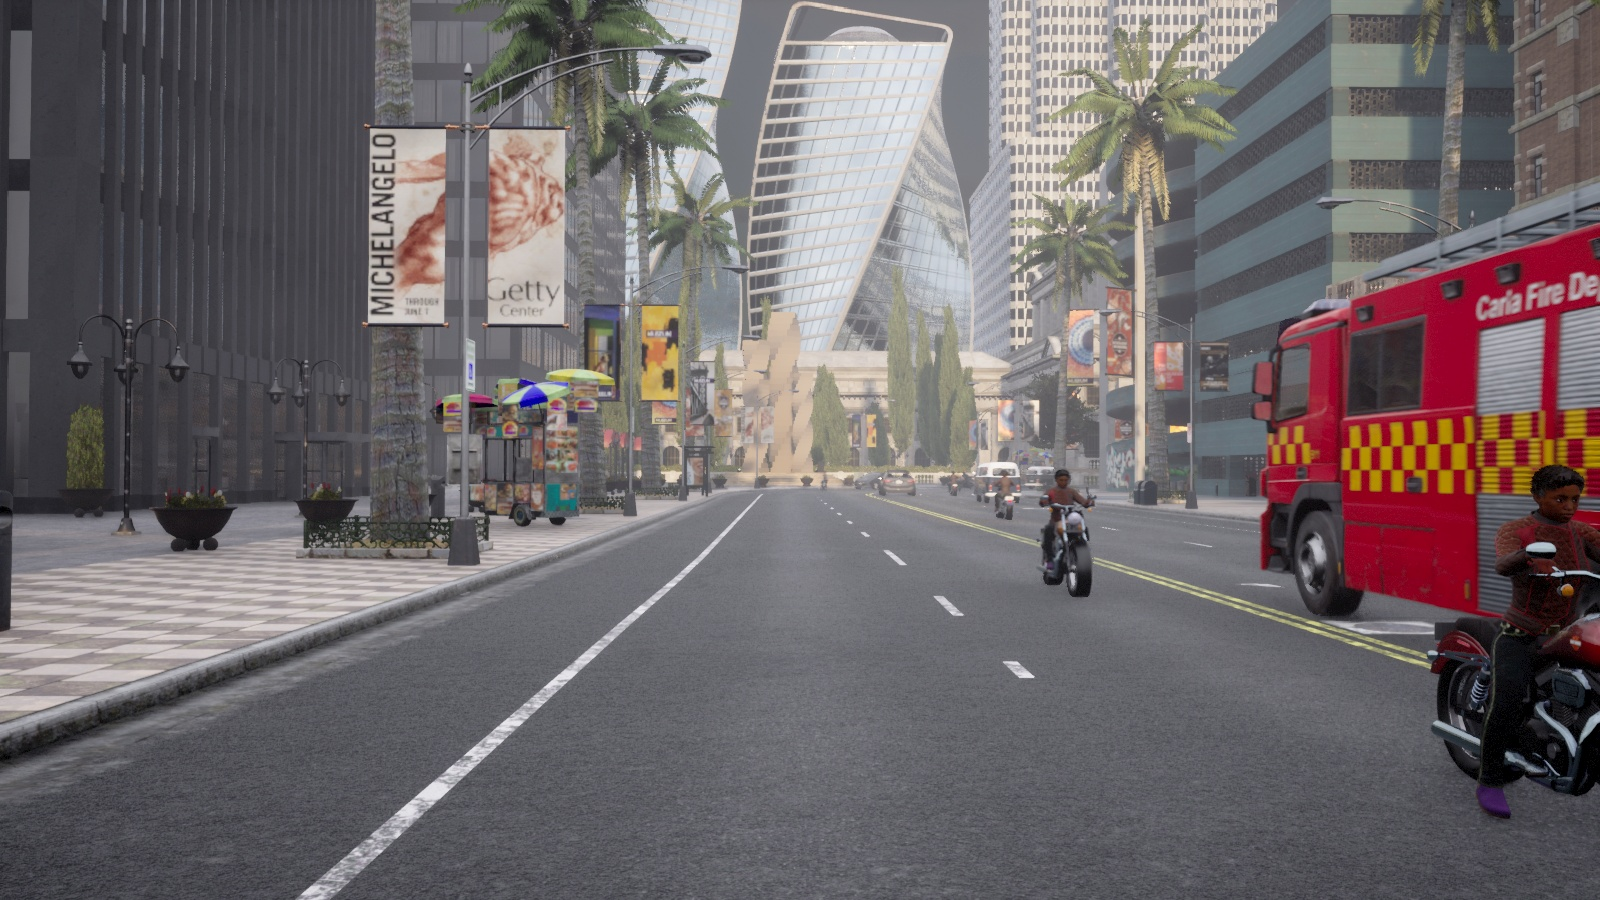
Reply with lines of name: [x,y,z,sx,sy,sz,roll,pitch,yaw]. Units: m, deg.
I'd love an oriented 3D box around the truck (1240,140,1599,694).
truck: [6.980,-0.185,11.505,2.891,3.827,8.468,0,-1,0]

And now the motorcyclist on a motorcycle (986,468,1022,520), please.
motorcyclist on a motorcycle: [6.748,1.435,41.622,0.766,1.649,2.350,0,-1,-1]

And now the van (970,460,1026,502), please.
van: [9.973,1.563,63.581,2.069,2.038,4.480,0,-1,-1]

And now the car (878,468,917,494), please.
car: [6.312,2.004,81.785,2.242,1.667,4.611,0,-1,0]

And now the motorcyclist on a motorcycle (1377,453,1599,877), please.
motorcyclist on a motorcycle: [3.492,0.844,5.565,0.766,1.649,2.350,0,-1,0]

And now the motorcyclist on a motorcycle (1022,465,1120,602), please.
motorcyclist on a motorcycle: [3.491,1.025,16.378,0.766,1.649,2.350,0,-1,0]
